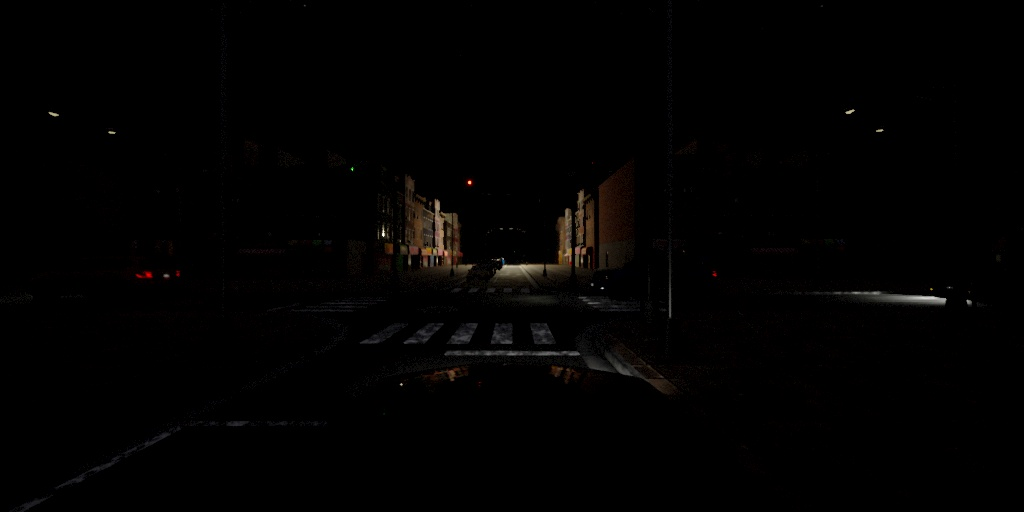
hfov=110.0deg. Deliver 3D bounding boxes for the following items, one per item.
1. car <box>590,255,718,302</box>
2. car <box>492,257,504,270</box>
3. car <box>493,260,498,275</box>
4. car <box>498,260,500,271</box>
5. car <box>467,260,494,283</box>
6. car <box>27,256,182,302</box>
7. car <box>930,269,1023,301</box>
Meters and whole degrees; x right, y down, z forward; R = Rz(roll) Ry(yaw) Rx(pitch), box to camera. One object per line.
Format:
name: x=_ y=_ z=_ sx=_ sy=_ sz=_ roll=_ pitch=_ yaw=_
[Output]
car: x=6.503 y=0.970 z=16.671 sx=5.566 sy=2.045 sz=2.150 roll=0 pitch=0 yaw=0
car: x=-2.610 y=1.249 z=51.276 sx=1.967 sy=1.591 sz=4.097 roll=0 pitch=0 yaw=0
car: x=-2.619 y=1.320 z=34.461 sx=1.888 sy=1.381 sz=4.507 roll=0 pitch=0 yaw=0
car: x=-2.616 y=1.366 z=40.066 sx=1.802 sy=1.307 sz=4.207 roll=0 pitch=0 yaw=0
car: x=-2.622 y=1.292 z=28.686 sx=1.751 sy=1.417 sz=4.829 roll=0 pitch=0 yaw=0
car: x=-18.794 y=1.020 z=16.726 sx=5.566 sy=2.045 sz=2.150 roll=0 pitch=0 yaw=0
car: x=22.279 y=1.282 z=16.642 sx=4.181 sy=1.385 sz=1.994 roll=0 pitch=0 yaw=0
